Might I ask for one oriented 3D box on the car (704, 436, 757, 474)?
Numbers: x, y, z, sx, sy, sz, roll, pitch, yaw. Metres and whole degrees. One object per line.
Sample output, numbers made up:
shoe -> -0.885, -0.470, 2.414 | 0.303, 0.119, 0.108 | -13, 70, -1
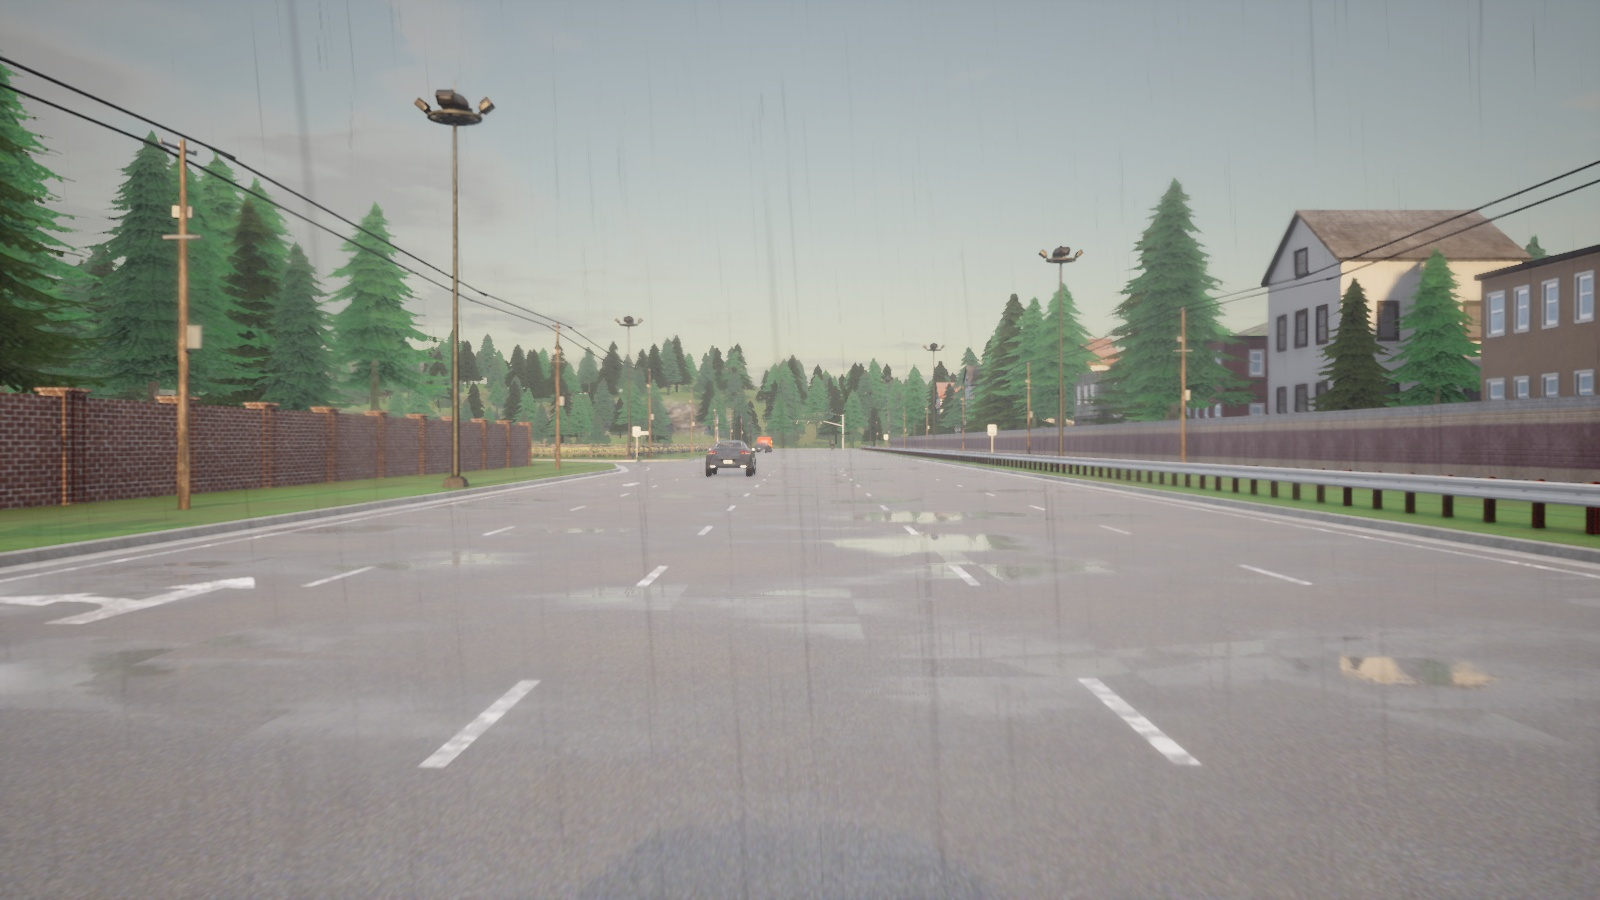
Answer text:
car -> -3.154, 0.197, 57.765 | 2.152, 1.651, 5.027 | 0, 0, 0
